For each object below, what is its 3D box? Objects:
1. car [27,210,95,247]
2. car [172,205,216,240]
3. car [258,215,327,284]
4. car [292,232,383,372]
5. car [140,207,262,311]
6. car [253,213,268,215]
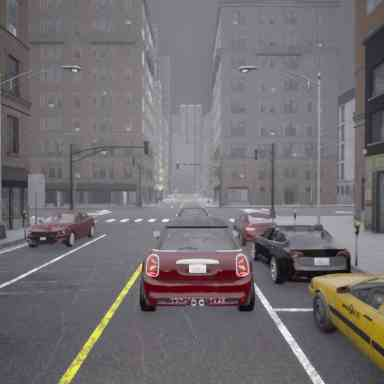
[{"bbox_3d":[-5.704,1.540,14.957,1.887,1.381,4.507,-1,0,0],"label":"car"},{"bbox_3d":[0.068,1.542,18.131,2.033,1.411,5.357,0,0,0],"label":"car"},{"bbox_3d":[2.851,1.563,9.388,1.947,1.339,4.313,-1,0,0],"label":"car"},{"bbox_3d":[2.859,1.524,3.972,1.752,1.417,4.829,-1,0,0],"label":"car"},{"bbox_3d":[0.088,1.350,7.893,2.097,1.767,4.553,0,0,0],"label":"car"},{"bbox_3d":[2.842,1.577,14.974,1.802,1.307,4.206,-1,0,0],"label":"car"}]
